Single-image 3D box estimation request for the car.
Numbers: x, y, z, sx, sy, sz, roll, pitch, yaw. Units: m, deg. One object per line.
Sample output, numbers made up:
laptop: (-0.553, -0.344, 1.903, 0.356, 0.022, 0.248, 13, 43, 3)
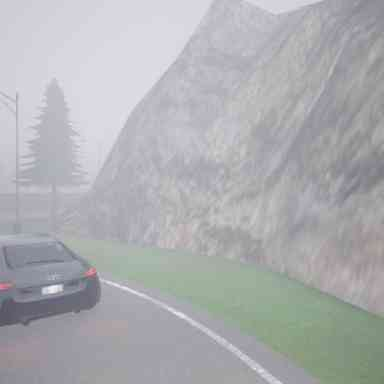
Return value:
car: (-3.587, 1.564, 6.974, 1.994, 1.385, 4.181, 0, 0, -41)
